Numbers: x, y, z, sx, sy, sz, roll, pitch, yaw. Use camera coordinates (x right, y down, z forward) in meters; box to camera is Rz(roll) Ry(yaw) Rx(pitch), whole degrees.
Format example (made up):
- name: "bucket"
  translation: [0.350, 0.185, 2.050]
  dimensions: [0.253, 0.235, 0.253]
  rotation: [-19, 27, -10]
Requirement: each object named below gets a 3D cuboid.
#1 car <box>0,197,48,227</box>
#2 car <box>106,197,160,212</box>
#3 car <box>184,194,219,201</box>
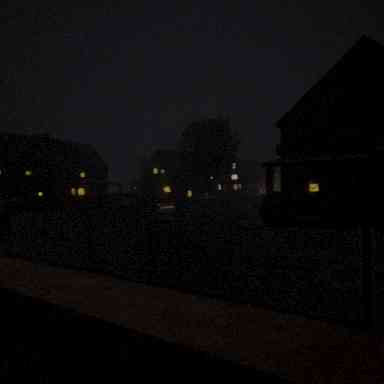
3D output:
- name: "car"
  translation: [-11.191, 1.244, 20.514]
  dimensions: [2.097, 1.767, 4.553]
  rotation: [0, 2, 34]
- name: "car"
  translation: [-5.079, 1.189, 29.199]
  dimensions: [2.033, 1.411, 5.357]
  rotation: [0, 2, 35]
- name: "car"
  translation: [1.207, 0.934, 38.039]
  dimensions: [2.033, 1.411, 5.357]
  rotation: [0, 2, 35]
